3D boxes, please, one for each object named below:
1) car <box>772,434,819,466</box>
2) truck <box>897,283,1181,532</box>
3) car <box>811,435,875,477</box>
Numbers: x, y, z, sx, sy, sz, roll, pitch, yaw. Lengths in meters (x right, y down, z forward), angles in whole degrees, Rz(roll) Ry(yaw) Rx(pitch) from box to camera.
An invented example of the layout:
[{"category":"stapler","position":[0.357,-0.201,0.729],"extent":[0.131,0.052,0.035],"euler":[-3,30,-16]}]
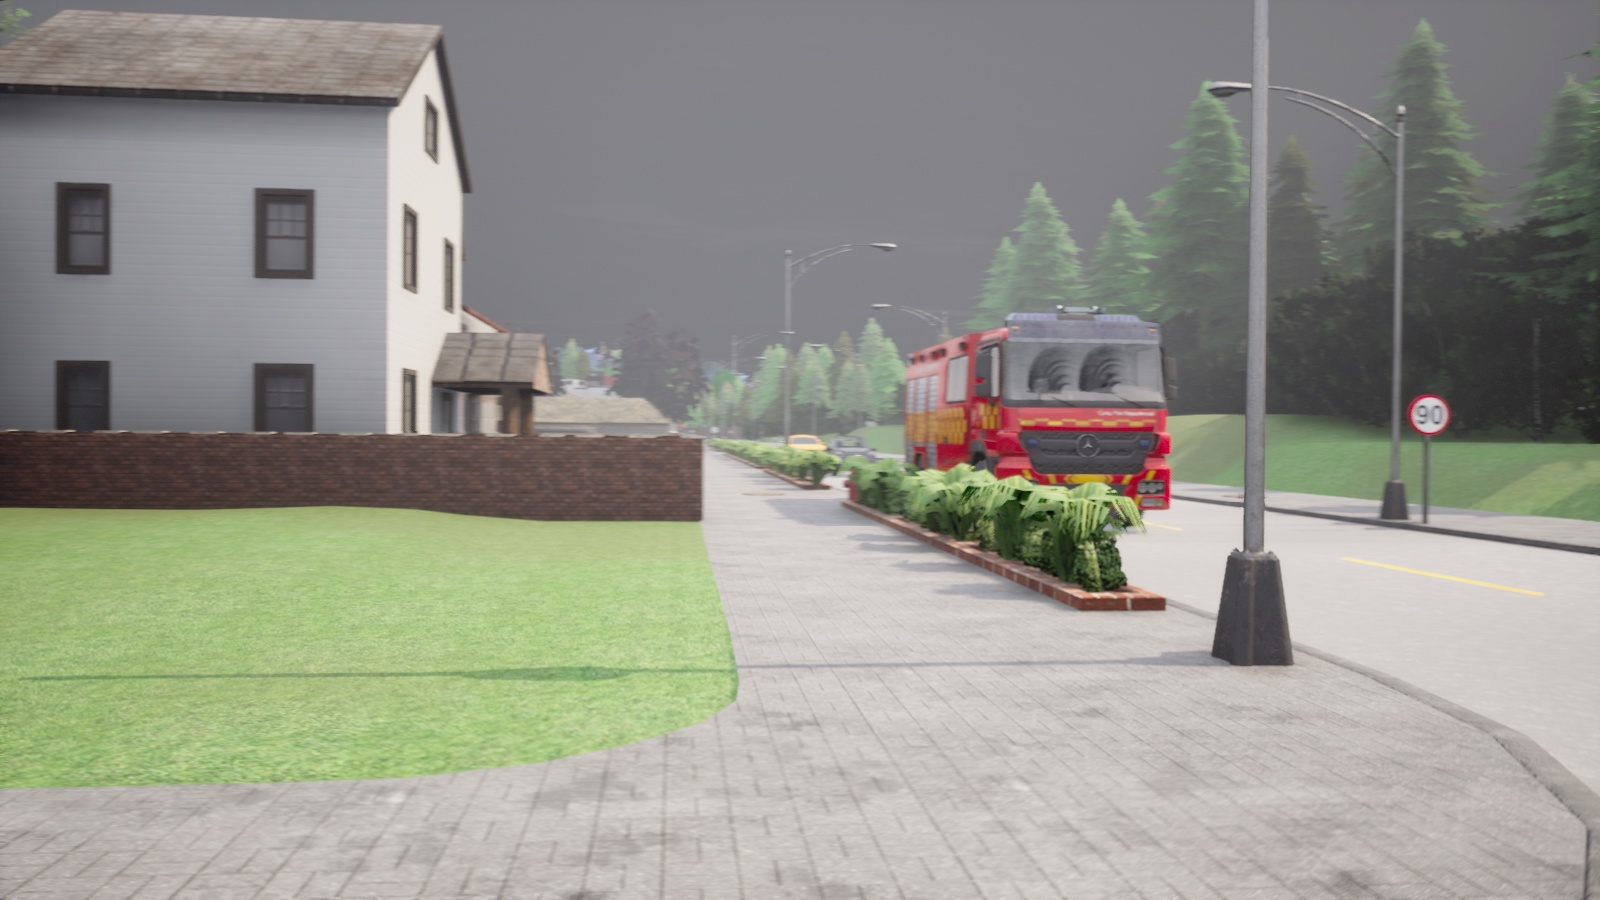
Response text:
[{"category":"car","position":[-0.276,-0.034,63.836],"extent":[1.882,1.535,5.008],"euler":[-1,1,-6]},{"category":"truck","position":[4.051,-0.718,23.693],"extent":[2.891,3.827,8.468],"euler":[-1,1,-6]},{"category":"car","position":[1.565,0.196,46.826],"extent":[1.845,1.501,3.633],"euler":[-1,1,-6]}]
